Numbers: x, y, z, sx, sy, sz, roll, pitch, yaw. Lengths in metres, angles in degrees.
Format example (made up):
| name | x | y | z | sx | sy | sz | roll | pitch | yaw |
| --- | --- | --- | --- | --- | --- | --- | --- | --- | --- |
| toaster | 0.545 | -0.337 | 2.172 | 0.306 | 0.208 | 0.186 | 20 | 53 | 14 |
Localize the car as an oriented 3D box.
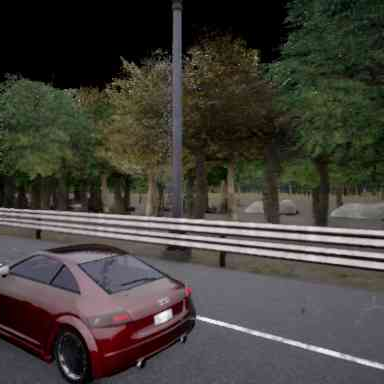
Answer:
| name | x | y | z | sx | sy | sz | roll | pitch | yaw |
| --- | --- | --- | --- | --- | --- | --- | --- | --- | --- |
| car | -1.996 | 1.560 | 5.415 | 4.181 | 1.385 | 1.994 | 0 | 0 | 36 |
